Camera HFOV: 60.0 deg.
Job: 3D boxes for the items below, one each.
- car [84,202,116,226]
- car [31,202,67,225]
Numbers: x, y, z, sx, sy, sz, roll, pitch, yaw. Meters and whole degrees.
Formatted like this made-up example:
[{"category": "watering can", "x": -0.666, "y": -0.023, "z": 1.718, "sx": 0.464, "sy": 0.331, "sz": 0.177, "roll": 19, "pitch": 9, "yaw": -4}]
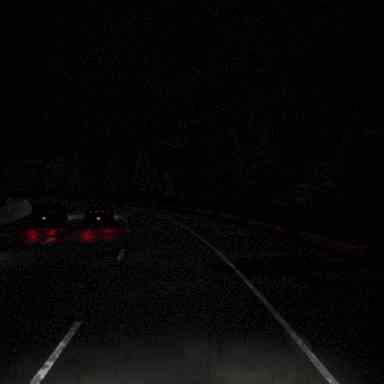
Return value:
[{"category": "car", "x": -6.434, "y": 1.463, "z": 23.312, "sx": 2.128, "sy": 1.511, "sz": 4.902, "roll": 0, "pitch": 0, "yaw": -13}, {"category": "car", "x": -10.140, "y": 1.473, "z": 23.824, "sx": 2.128, "sy": 1.511, "sz": 4.902, "roll": 0, "pitch": 0, "yaw": -14}]
